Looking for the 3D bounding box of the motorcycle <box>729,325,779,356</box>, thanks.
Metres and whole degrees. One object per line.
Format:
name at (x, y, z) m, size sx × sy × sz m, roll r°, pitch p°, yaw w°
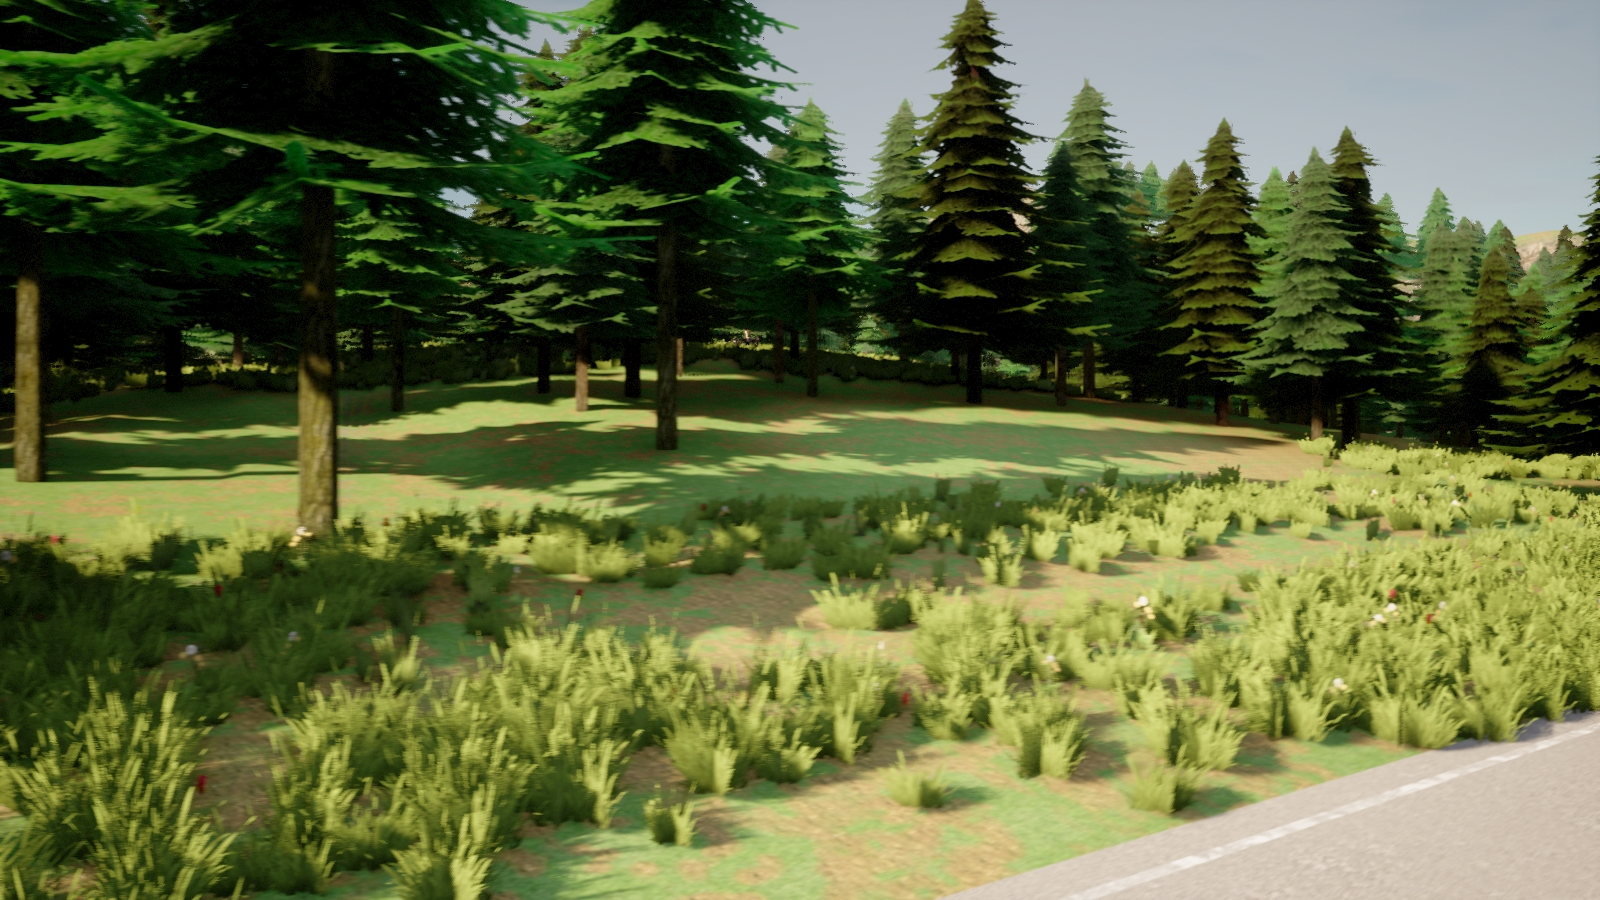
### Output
motorcycle at (-2.207, -5.210, 54.608) m, size 2.356 × 1.277 × 0.764 m, roll 0°, pitch -2°, yaw -35°
